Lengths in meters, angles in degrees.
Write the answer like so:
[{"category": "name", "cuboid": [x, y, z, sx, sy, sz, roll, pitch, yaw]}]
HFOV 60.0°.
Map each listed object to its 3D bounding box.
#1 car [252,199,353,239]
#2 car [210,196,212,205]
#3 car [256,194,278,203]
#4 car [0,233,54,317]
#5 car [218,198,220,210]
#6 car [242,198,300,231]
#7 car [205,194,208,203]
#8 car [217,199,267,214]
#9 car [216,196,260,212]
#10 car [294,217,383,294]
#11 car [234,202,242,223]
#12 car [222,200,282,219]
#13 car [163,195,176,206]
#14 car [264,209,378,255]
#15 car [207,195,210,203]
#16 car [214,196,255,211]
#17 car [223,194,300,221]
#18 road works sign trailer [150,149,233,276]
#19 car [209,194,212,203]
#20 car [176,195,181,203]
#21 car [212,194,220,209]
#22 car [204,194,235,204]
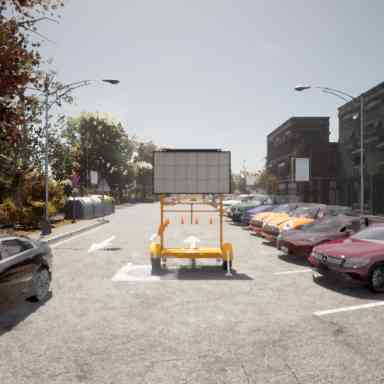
[{"category": "car", "cuboid": [5.334, 1.366, 14.653, 4.553, 1.767, 2.185, 1, 0, -20]}, {"category": "car", "cuboid": [5.365, 1.600, 44.669, 4.674, 1.452, 2.002, 1, 0, -20]}, {"category": "car", "cuboid": [18.333, 1.462, 81.718, 2.435, 2.045, 5.566, 0, 0, -21]}, {"category": "car", "cuboid": [-3.956, 1.492, 5.416, 2.128, 1.511, 4.902, 0, 0, 0]}, {"category": "car", "cuboid": [5.151, 1.503, 26.586, 5.366, 1.575, 1.946, 1, 0, -20]}, {"category": "car", "cuboid": [5.339, 1.369, 17.654, 4.553, 1.767, 2.185, 1, 0, -20]}, {"category": "car", "cuboid": [5.190, 1.612, 59.625, 5.366, 1.575, 1.946, 1, 0, -20]}, {"category": "car", "cuboid": [5.321, 1.560, 35.645, 4.792, 1.488, 2.163, 1, 0, -20]}, {"category": "car", "cuboid": [5.322, 1.413, 38.660, 4.553, 1.767, 2.185, 1, 0, -20]}, {"category": "car", "cuboid": [5.299, 1.527, 8.641, 4.674, 1.452, 2.002, 1, 0, -20]}, {"category": "car", "cuboid": [5.308, 1.538, 20.651, 4.674, 1.452, 2.002, 1, 0, -20]}, {"category": "car", "cuboid": [5.304, 1.544, 29.644, 4.792, 1.488, 2.163, 1, 0, -20]}, {"category": "car", "cuboid": [-4.135, 1.645, 56.184, 1.812, 1.442, 4.674, 0, 0, 0]}, {"category": "car", "cuboid": [5.271, 1.518, 11.633, 4.792, 1.488, 2.163, 1, 0, -20]}, {"category": "car", "cuboid": [5.362, 1.583, 50.681, 5.008, 1.535, 2.097, 1, -1, -20]}, {"category": "car", "cuboid": [5.328, 1.423, 41.661, 4.553, 1.767, 2.185, 1, 0, -20]}, {"category": "car", "cuboid": [5.308, 1.251, 23.629, 5.566, 2.045, 2.435, 1, 0, -20]}, {"category": "road works sign trailer", "cuboid": [-0.011, 0.467, 10.358, 2.380, 3.560, 2.880, 0, 0, 0]}, {"category": "car", "cuboid": [5.401, 1.446, 47.678, 4.553, 1.767, 2.185, 1, 0, -20]}, {"category": "car", "cuboid": [-3.841, 1.540, 78.469, 2.097, 1.767, 4.553, 0, 0, 5]}, {"category": "car", "cuboid": [5.317, 1.270, 32.646, 5.566, 2.045, 2.435, 1, 0, -20]}, {"category": "car", "cuboid": [5.375, 1.391, 65.719, 5.566, 2.045, 2.435, 1, 0, -20]}]
